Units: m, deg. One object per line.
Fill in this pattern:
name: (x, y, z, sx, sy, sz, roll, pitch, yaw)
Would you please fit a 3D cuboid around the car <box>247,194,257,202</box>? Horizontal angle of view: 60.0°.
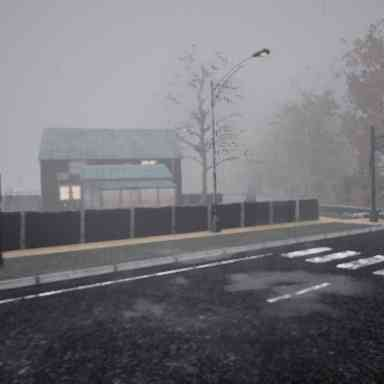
car: (8.373, 0.991, 46.651, 1.895, 1.301, 4.718, -2, 1, -14)
